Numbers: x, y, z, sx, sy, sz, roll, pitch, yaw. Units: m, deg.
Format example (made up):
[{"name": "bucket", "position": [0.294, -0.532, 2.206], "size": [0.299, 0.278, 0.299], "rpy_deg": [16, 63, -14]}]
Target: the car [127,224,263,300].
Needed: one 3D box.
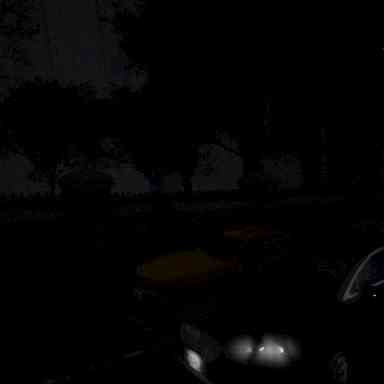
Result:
[{"name": "car", "position": [1.001, 1.432, 7.275], "size": [4.829, 1.417, 1.752], "rpy_deg": [-1, 1, -35]}]

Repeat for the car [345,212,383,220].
[{"name": "car", "position": [5.724, 1.349, 10.642], "size": [4.403, 1.369, 2.008], "rpy_deg": [-1, 1, -35]}]

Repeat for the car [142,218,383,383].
[{"name": "car", "position": [2.021, 1.410, 4.817], "size": [4.902, 1.511, 2.128], "rpy_deg": [-1, 1, -35]}]
